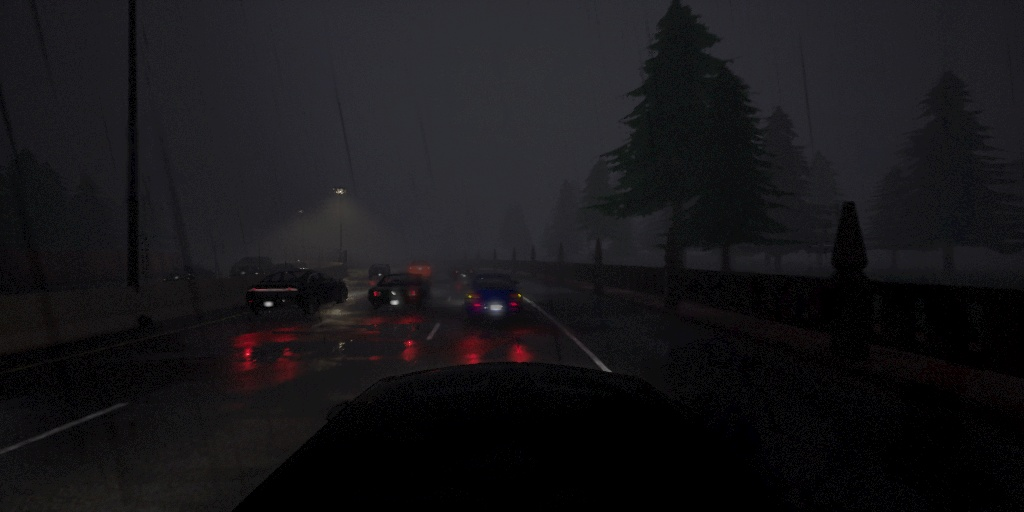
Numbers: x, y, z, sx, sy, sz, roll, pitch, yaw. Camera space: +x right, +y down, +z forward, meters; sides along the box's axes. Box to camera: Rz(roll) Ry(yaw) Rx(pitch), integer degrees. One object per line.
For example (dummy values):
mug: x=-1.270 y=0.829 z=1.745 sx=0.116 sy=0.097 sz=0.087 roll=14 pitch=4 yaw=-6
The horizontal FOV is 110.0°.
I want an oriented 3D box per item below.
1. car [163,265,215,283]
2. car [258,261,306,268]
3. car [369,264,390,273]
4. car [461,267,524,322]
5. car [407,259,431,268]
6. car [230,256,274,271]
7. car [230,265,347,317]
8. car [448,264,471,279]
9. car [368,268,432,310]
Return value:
car: x=-25.713 y=1.417 z=28.687 sx=1.994 sy=1.385 sz=4.181 roll=0 pitch=0 yaw=-19
car: x=-18.459 y=1.351 z=28.990 sx=1.812 sy=1.442 sz=4.674 roll=0 pitch=0 yaw=-18
car: x=-12.827 y=1.405 z=34.911 sx=1.895 sy=1.301 sz=4.718 roll=0 pitch=0 yaw=-19
car: x=-0.692 y=1.280 z=12.332 sx=1.812 sy=1.442 sz=4.674 roll=0 pitch=0 yaw=-6
car: x=-8.635 y=1.139 z=33.223 sx=2.097 sy=1.767 sz=4.553 roll=0 pitch=0 yaw=-17
car: x=-23.244 y=1.065 z=32.344 sx=2.150 sy=2.045 sz=5.566 roll=0 pitch=0 yaw=-20
car: x=-7.830 y=1.273 z=13.540 sx=2.128 sy=1.511 sz=4.902 roll=0 pitch=0 yaw=-6
car: x=-4.640 y=1.373 z=32.314 sx=1.895 sy=1.301 sz=4.718 roll=0 pitch=0 yaw=-16
car: x=-4.466 y=1.370 z=15.026 sx=1.895 sy=1.301 sz=4.718 roll=0 pitch=0 yaw=-7
